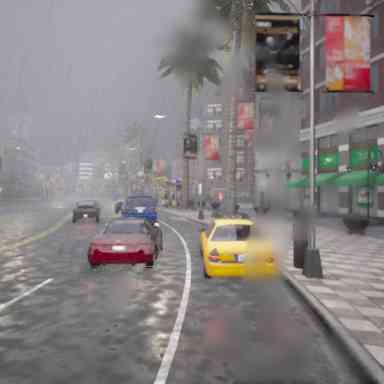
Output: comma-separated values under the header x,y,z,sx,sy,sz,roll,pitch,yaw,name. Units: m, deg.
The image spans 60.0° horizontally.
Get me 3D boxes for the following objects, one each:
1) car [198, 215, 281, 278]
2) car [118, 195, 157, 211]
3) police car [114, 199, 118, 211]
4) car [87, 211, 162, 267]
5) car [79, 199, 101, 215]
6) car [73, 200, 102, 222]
x,y,z,sx,sy,sz,roll,pitch,yaw,name
1.182,1.450,10.005,1.801,1.575,5.366,0,0,0,car
-3.635,1.199,22.198,2.150,2.045,5.566,0,0,-13,car
-7.167,1.384,35.130,1.930,1.638,5.238,0,0,-16,police car
-2.105,1.552,11.397,1.994,1.385,4.181,0,0,-1,car
-10.557,1.518,34.615,1.994,1.385,4.181,0,0,-16,car
-8.113,1.464,25.750,1.837,1.490,4.892,0,-2,-15,car
